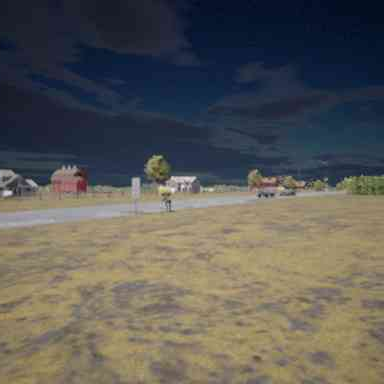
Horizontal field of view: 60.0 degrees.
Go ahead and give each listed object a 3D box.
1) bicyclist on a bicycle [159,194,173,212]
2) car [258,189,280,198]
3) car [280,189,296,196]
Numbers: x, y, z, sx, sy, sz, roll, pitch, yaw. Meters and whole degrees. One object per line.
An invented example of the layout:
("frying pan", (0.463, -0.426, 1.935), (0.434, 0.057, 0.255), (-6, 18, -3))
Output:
("bicyclist on a bicycle", (-2.306, 0.977, 29.272), (1.656, 1.620, 0.582), (0, 1, 35))
("car", (13.031, 0.266, 57.569), (1.837, 1.490, 4.892), (1, 2, 35))
("car", (19.032, 0.132, 66.015), (2.033, 1.411, 5.357), (1, 2, 35))
